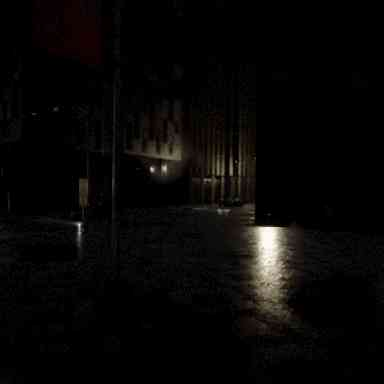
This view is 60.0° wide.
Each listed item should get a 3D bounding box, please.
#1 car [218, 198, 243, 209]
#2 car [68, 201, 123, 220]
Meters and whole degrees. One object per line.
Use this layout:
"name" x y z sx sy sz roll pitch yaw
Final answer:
"car" 5.580 1.583 47.411 2.128 1.511 4.902 1 0 36
"car" -8.052 1.527 28.162 1.837 1.490 4.892 1 0 35
